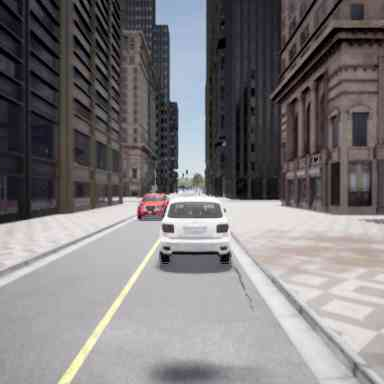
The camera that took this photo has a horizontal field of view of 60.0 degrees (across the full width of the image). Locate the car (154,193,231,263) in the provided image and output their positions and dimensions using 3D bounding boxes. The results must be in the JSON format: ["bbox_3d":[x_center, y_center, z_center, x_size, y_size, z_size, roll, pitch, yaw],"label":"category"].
[{"bbox_3d":[0.097,1.188,11.990,2.150,2.045,5.566,0,0,0],"label":"car"}]

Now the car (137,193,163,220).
[{"bbox_3d":[-3.093,1.140,27.285,2.150,2.045,5.566,0,0,0],"label":"car"}]

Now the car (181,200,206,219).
[{"bbox_3d":[0.102,1.478,28.772,1.994,1.385,4.181,0,0,0],"label":"car"}]
